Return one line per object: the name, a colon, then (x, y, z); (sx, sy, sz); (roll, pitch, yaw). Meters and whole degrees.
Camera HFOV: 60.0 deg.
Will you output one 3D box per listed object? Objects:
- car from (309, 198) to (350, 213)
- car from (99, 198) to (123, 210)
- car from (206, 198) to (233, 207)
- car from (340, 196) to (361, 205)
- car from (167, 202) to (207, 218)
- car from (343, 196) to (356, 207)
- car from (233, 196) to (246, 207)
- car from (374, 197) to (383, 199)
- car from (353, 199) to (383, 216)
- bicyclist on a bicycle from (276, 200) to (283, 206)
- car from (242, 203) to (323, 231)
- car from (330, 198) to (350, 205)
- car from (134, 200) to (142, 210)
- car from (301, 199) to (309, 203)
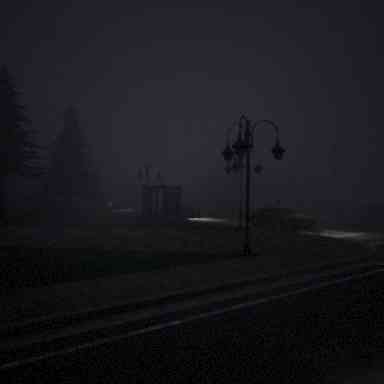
car: (17.496, 1.868, 42.515); (1.970, 1.475, 3.806); (1, 0, -36)
car: (-11.707, 1.605, 47.780); (2.097, 1.767, 4.553); (1, 0, -36)
car: (4.254, 1.787, 55.933); (2.007, 1.523, 4.514); (1, 0, -36)
car: (37.699, 2.017, 79.165); (1.905, 1.878, 3.866); (1, 0, -36)
car: (-0.863, 1.796, 32.723); (1.994, 1.385, 4.181); (1, 0, -36)
car: (29.037, 2.048, 64.196); (2.007, 1.523, 4.514); (1, 0, -36)
car: (6.778, 1.816, 57.797); (2.152, 1.636, 5.027); (1, 0, -36)
car: (39.592, 1.998, 70.851); (1.932, 1.855, 4.605); (1, 0, -36)
car: (19.379, 1.822, 34.743); (1.845, 1.501, 3.633); (1, 0, -36)
bicyclist on a bicycle: (8.525, 1.626, 32.540); (1.656, 1.620, 0.582); (0, 0, -36)
car: (6.144, 1.714, 23.094); (1.882, 1.535, 5.008); (1, 0, -36)
car: (34.635, 2.261, 77.730); (1.970, 1.475, 3.806); (1, 0, -36)
car: (-6.404, 1.802, 46.454); (1.812, 1.442, 4.674); (1, 0, -36)
car: (20.877, 1.949, 58.428); (1.845, 1.501, 3.633); (1, 0, -36)
